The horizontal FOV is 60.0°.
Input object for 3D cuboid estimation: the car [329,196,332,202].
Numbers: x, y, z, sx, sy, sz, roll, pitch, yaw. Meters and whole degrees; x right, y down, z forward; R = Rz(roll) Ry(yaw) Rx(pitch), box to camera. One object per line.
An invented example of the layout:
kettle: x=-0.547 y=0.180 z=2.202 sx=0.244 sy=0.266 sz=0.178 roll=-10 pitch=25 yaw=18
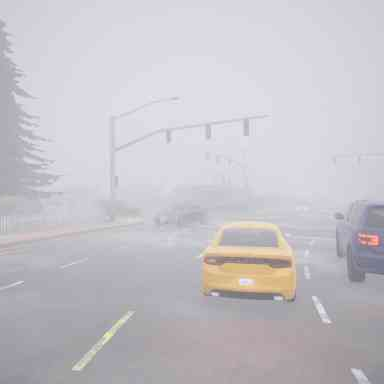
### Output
car: x=29.669 y=1.540 z=71.574 sx=2.033 sy=1.411 sz=5.357 roll=0 pitch=0 yaw=32

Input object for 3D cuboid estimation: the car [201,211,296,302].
car: x=1.498 y=1.478 z=8.449 sx=1.882 sy=1.535 sz=5.008 roll=0 pitch=0 yaw=12

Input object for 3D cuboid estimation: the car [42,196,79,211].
car: x=-17.011 y=1.407 z=42.979 sx=4.553 sy=1.767 sz=2.097 roll=0 pitch=0 yaw=32

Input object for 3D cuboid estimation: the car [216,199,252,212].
car: x=4.610 y=1.569 z=38.657 sx=4.674 sy=1.442 sz=1.812 roll=-1 pitch=1 yaw=0

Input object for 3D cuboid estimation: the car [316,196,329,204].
car: x=23.579 y=1.525 z=61.705 sx=1.812 sy=1.442 sz=4.674 roll=0 pitch=0 yaw=32

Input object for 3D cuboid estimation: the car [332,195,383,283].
car: x=5.462 y=1.221 z=9.478 sx=2.150 sy=2.045 sz=5.566 roll=0 pitch=0 yaw=19

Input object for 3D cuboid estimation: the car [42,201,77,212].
car: x=-15.074 y=1.581 z=37.643 sx=4.674 sy=1.442 sz=1.812 roll=0 pitch=0 yaw=32

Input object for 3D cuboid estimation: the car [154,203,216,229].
car: x=-0.594 y=1.505 z=22.128 sx=2.128 sy=1.511 sz=4.902 roll=0 pitch=-1 yaw=29

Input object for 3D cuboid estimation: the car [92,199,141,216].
car: x=-7.227 y=1.560 z=32.745 sx=4.892 sy=1.490 sz=1.837 roll=0 pitch=0 yaw=34

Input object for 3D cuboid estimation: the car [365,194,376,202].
car: x=42.877 y=1.355 z=79.727 sx=2.097 sy=1.767 sz=4.553 roll=0 pitch=0 yaw=32

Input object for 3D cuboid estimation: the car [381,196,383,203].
car: x=40.544 y=1.540 z=69.224 sx=2.033 sy=1.411 sz=5.357 roll=0 pitch=0 yaw=32

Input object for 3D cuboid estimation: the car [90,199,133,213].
car: x=-9.289 y=1.560 z=38.163 sx=4.892 sy=1.490 sz=1.837 roll=0 pitch=0 yaw=32

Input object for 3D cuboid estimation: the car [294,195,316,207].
car: x=17.362 y=1.564 z=51.666 sx=1.994 sy=1.385 sz=4.181 roll=0 pitch=0 yaw=32
